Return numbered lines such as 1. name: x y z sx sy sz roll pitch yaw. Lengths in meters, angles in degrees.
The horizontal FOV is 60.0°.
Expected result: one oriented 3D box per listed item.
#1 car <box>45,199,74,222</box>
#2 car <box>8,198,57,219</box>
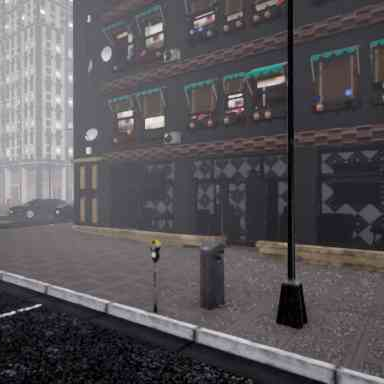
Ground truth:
1. car: -7.336 1.277 22.805 1.947 1.339 4.313 1 1 35
2. car: -11.900 1.236 26.400 1.837 1.490 4.892 0 1 35
